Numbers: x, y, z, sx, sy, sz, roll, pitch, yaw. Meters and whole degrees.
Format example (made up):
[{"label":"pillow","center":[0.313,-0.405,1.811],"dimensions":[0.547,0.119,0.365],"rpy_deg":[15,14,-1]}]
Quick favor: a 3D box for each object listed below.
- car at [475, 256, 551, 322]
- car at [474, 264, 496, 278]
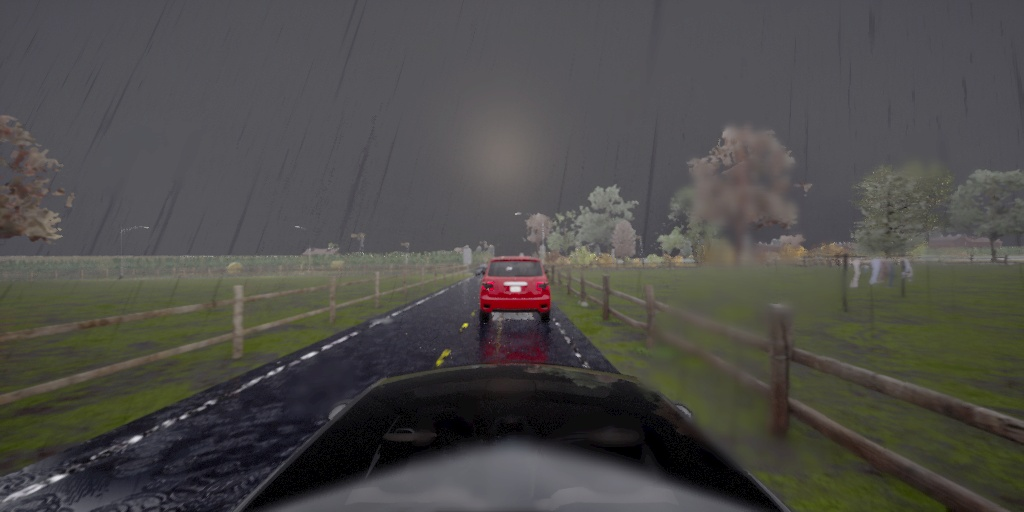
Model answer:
[{"label":"car","center":[0.100,1.034,12.748],"dimensions":[2.150,2.045,5.566],"rpy_deg":[0,0,0]},{"label":"car","center":[-2.793,1.529,38.302],"dimensions":[1.994,1.385,4.181],"rpy_deg":[0,0,1]}]
